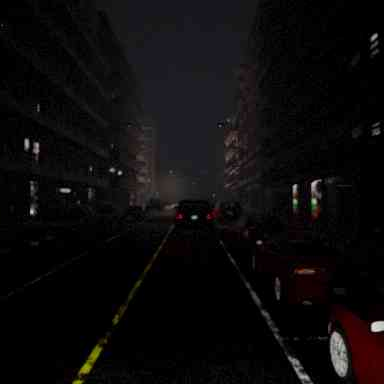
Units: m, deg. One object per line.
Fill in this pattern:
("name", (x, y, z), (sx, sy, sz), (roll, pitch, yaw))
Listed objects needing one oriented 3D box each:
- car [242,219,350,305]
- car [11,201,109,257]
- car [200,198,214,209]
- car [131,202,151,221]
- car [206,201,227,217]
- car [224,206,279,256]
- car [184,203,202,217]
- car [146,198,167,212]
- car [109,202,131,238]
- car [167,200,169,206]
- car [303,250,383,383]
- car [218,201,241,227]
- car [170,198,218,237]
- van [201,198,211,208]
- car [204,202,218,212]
("car", (2.595, 1.620, 8.071), (1.887, 1.381, 4.507), (1, -1, 0))
("car", (-5.273, 1.441, 13.676), (2.192, 1.841, 5.009), (1, -1, 0))
("car", (2.630, 1.914, 57.853), (2.192, 1.841, 5.009), (1, -1, 0))
("car", (-5.257, 1.855, 30.265), (1.947, 1.339, 4.313), (1, -1, 0))
("car", (2.599, 1.788, 35.728), (1.967, 1.590, 4.097), (1, -1, 0))
("car", (2.612, 1.567, 13.604), (1.967, 1.590, 4.097), (1, -1, 0))
("car", (0.145, 1.967, 37.505), (1.895, 1.301, 4.718), (0, -1, 0))
("car", (-5.230, 1.784, 46.857), (2.192, 1.841, 5.009), (1, -1, 0))
("car", (-5.265, 1.494, 19.206), (2.192, 1.841, 5.009), (1, -1, 0))
("car", (-5.228, 2.077, 52.385), (1.887, 1.381, 4.507), (1, -1, 0))
("car", (2.587, 1.569, 2.542), (1.887, 1.381, 4.507), (1, -1, 0))
("car", (2.588, 1.549, 24.666), (2.192, 1.841, 5.009), (1, -1, 0))
("car", (0.127, 1.403, 19.396), (2.150, 2.045, 5.566), (0, -1, 0))
("van", (2.637, 2.008, 63.384), (1.690, 1.788, 3.998), (1, -1, 0))
("car", (2.611, 2.051, 46.789), (1.802, 1.307, 4.206), (1, -1, 0))
